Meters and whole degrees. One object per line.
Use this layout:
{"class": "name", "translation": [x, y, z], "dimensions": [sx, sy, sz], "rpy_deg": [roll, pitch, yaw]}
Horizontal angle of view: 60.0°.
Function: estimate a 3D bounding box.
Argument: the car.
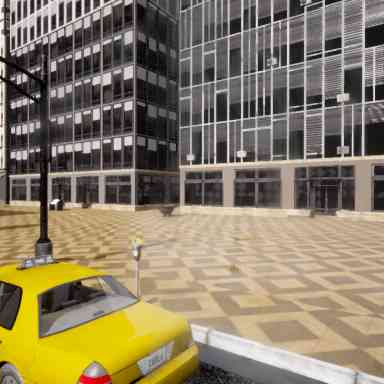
{"class": "car", "translation": [-2.207, 1.525, 4.466], "dimensions": [4.829, 1.417, 1.752], "rpy_deg": [0, 0, 36]}
